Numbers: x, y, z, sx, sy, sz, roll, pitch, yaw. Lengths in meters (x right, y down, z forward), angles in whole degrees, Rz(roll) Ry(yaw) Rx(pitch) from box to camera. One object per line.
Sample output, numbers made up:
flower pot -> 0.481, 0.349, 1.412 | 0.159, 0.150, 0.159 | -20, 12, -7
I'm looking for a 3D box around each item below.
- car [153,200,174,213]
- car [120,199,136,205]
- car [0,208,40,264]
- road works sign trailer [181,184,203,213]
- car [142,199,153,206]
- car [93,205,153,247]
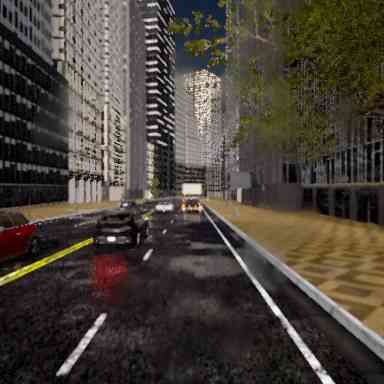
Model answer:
car -> -3.153, 1.816, 39.631 | 1.895, 1.301, 4.718 | 0, 0, 0
car -> -9.810, 1.772, 51.439 | 2.128, 1.511, 4.902 | 0, 0, 0
car -> -6.599, 1.407, 10.226 | 2.097, 1.767, 4.553 | 0, 0, 0
road works sign trailer -> 0.002, 0.686, 40.744 | 2.380, 3.560, 2.880 | 0, 0, 1
car -> -6.559, 1.844, 51.681 | 1.994, 1.385, 4.181 | 0, 0, 0
car -> -3.152, 1.590, 15.436 | 1.837, 1.490, 4.892 | 0, 0, 0
